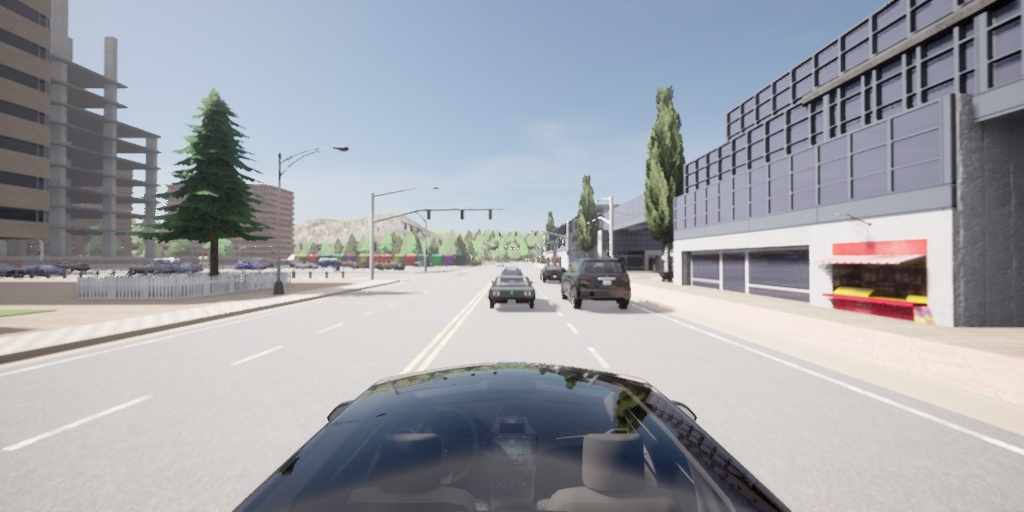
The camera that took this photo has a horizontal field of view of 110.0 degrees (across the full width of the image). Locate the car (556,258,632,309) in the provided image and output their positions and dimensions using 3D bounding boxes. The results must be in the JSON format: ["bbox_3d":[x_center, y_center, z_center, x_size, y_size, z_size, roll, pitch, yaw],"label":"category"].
[{"bbox_3d":[3.498,1.104,15.867,2.150,2.045,5.566,0,0,0],"label":"car"}]

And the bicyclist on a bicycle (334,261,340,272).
[{"bbox_3d":[-25.467,1.541,52.261,0.582,1.620,1.656,0,0,0],"label":"bicyclist on a bicycle"}]

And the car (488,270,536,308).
[{"bbox_3d":[0.000,1.488,15.945,1.895,1.301,4.718,0,-1,0],"label":"car"}]

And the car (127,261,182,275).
[{"bbox_3d":[-45.068,1.660,44.820,4.902,1.511,2.128,0,-1,0],"label":"car"}]

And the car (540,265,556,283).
[{"bbox_3d":[3.544,1.515,31.346,1.882,1.535,5.008,0,0,2],"label":"car"}]

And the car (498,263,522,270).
[{"bbox_3d":[-0.021,1.599,31.173,1.994,1.385,4.181,0,-1,0],"label":"car"}]
